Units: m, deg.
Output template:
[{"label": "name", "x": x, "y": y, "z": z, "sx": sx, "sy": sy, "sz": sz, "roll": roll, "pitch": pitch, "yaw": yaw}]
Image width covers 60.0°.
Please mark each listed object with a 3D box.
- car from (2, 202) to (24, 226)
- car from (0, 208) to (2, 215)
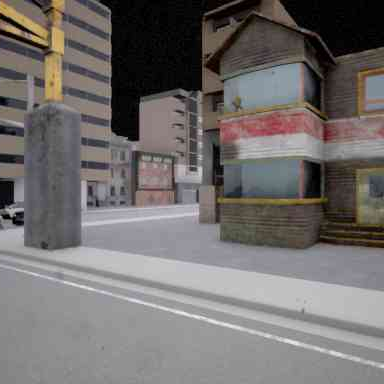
[{"label": "car", "x": -10.111, "y": 1.453, "z": 23.009, "sx": 2.038, "sy": 1.542, "sz": 4.974, "roll": 0, "pitch": 0, "yaw": 15}, {"label": "car", "x": -13.269, "y": 1.295, "z": 25.708, "sx": 4.536, "sy": 1.218, "sz": 1.853, "roll": 0, "pitch": 0, "yaw": -30}]
